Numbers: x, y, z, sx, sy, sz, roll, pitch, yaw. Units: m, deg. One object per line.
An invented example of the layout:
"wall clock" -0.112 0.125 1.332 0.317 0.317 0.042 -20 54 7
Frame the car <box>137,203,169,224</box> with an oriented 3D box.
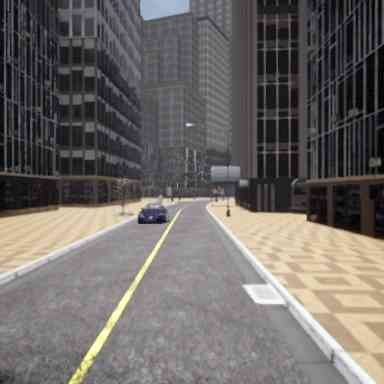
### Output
"car" -2.777 1.531 24.404 1.994 1.385 4.181 0 0 0
